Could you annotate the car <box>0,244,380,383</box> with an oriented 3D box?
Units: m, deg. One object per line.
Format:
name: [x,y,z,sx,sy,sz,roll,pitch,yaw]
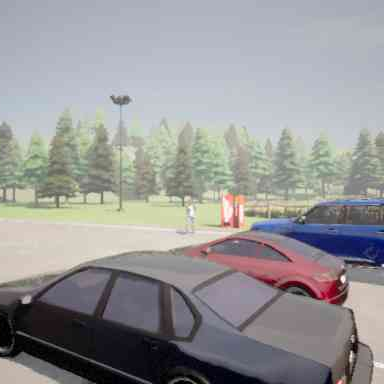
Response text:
car: [-0.690,1.541,4.360,5.357,1.411,2.033,0,0,32]

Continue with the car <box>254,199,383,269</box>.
car: [4.274,1.215,9.370,5.566,2.045,2.150,0,0,33]

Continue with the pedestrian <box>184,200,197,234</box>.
pedestrian: [-0.069,1.273,17.303,0.375,1.860,0.375,0,0,29]

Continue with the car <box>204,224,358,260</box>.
car: [1.102,1.557,7.191,4.181,1.385,1.994,0,0,33]

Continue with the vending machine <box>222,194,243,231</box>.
vending machine: [2.377,1.176,19.449,0.880,2.100,1.100,0,0,30]
